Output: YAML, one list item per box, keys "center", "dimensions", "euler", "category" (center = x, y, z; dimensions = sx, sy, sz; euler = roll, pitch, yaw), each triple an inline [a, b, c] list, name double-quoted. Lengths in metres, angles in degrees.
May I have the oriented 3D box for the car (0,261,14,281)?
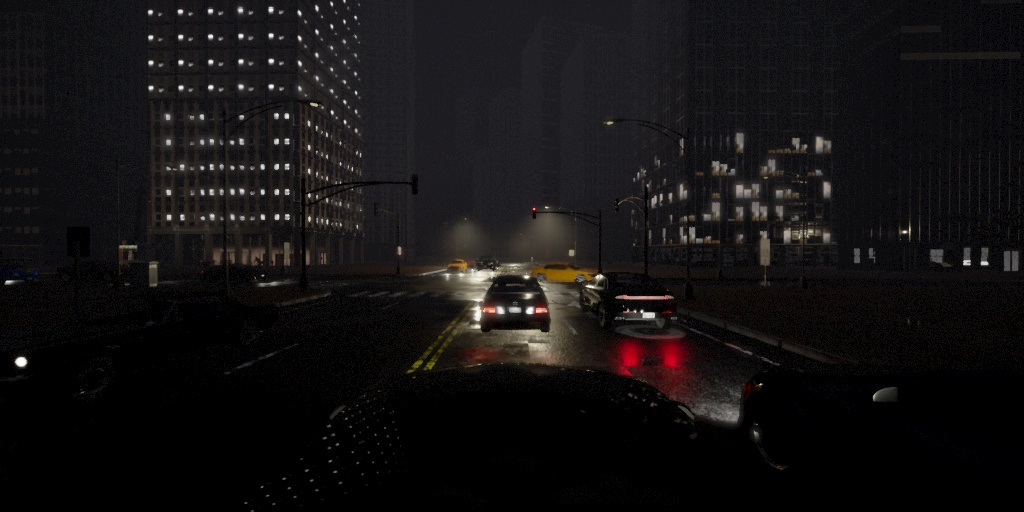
- center: [-40.301, 1.092, 26.484]
  dimensions: [4.674, 1.442, 1.812]
  euler: [0, 0, 2]
  category: "car"

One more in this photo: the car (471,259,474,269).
- center: [-6.547, 1.219, 54.722]
  dimensions: [1.812, 1.442, 4.674]
  euler: [0, 0, 0]
  category: "car"

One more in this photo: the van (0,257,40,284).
- center: [-33.915, 0.959, 23.716]
  dimensions: [3.998, 1.789, 1.690]
  euler: [0, 0, 1]
  category: "van"

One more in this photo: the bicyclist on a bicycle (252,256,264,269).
- center: [-24.675, 0.867, 34.798]
  dimensions: [0.582, 1.620, 1.656]
  euler: [0, 1, 1]
  category: "bicyclist on a bicycle"

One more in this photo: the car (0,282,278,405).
- center: [-6.598, 1.349, 6.435]
  dimensions: [1.895, 1.301, 4.718]
  euler: [0, 0, 0]
  category: "car"

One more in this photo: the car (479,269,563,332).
- center: [0.107, 1.294, 10.774]
  dimensions: [2.033, 1.411, 5.357]
  euler: [0, 0, 1]
  category: "car"

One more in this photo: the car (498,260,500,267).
- center: [-3.286, 1.025, 63.275]
  dimensions: [2.097, 1.767, 4.553]
  euler: [0, 0, 0]
  category: "car"

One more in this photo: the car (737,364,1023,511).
- center: [3.354, 1.314, 2.032]
  dimensions: [1.994, 1.385, 4.181]
  euler: [0, 0, 0]
  category: "car"

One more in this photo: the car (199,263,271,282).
- center: [-19.967, 1.227, 25.940]
  dimensions: [4.181, 1.385, 1.994]
  euler: [0, 0, 1]
  category: "car"

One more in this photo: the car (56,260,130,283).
- center: [-30.059, 1.093, 26.201]
  dimensions: [5.008, 1.535, 1.882]
  euler: [0, 0, 2]
  category: "car"

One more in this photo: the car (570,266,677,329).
- center: [3.354, 1.238, 11.188]
  dimensions: [2.128, 1.511, 4.902]
  euler: [0, 0, 0]
  category: "car"

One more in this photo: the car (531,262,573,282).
- center: [3.840, 1.238, 26.851]
  dimensions: [5.008, 1.535, 1.882]
  euler: [0, 1, 27]
  category: "car"

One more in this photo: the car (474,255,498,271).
- center: [-3.307, 0.929, 47.005]
  dimensions: [2.150, 2.045, 5.566]
  euler: [0, 0, 0]
  category: "car"

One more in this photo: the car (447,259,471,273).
- center: [-6.561, 1.193, 43.306]
  dimensions: [1.882, 1.535, 5.008]
  euler: [0, 0, 0]
  category: "car"
